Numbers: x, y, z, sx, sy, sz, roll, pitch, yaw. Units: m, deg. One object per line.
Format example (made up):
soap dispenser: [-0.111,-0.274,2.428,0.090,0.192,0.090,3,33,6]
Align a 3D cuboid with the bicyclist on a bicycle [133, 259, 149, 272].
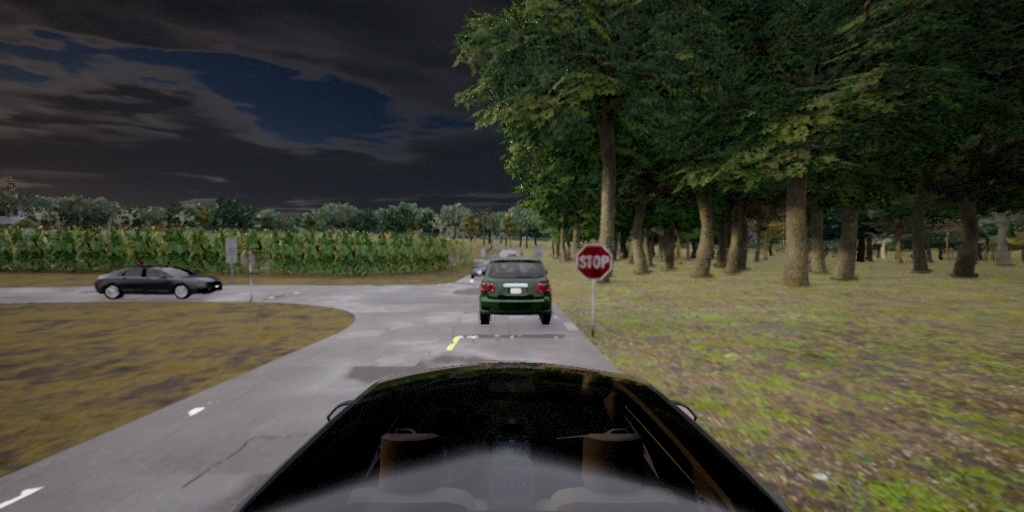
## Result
bicyclist on a bicycle: [-23.438,1.015,22.770,0.582,1.620,1.656,1,0,-11]

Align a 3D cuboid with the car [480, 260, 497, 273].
car: [-2.821,1.256,43.775,1.812,1.442,4.674,0,1,0]

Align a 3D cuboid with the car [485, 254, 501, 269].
car: [-2.807,0.813,53.478,2.150,2.045,5.566,0,1,0]

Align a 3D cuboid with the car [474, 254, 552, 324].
car: [0.105,1.049,12.479,2.150,2.045,5.566,0,0,0]

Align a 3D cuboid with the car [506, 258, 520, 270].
car: [0.124,1.117,52.057,1.837,1.490,4.892,0,1,0]

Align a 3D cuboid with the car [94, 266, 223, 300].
car: [-16.973,1.235,17.424,4.892,1.490,1.837,0,2,-7]

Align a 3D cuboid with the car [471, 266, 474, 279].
car: [-2.830,1.312,34.344,2.128,1.511,4.902,0,0,0]
